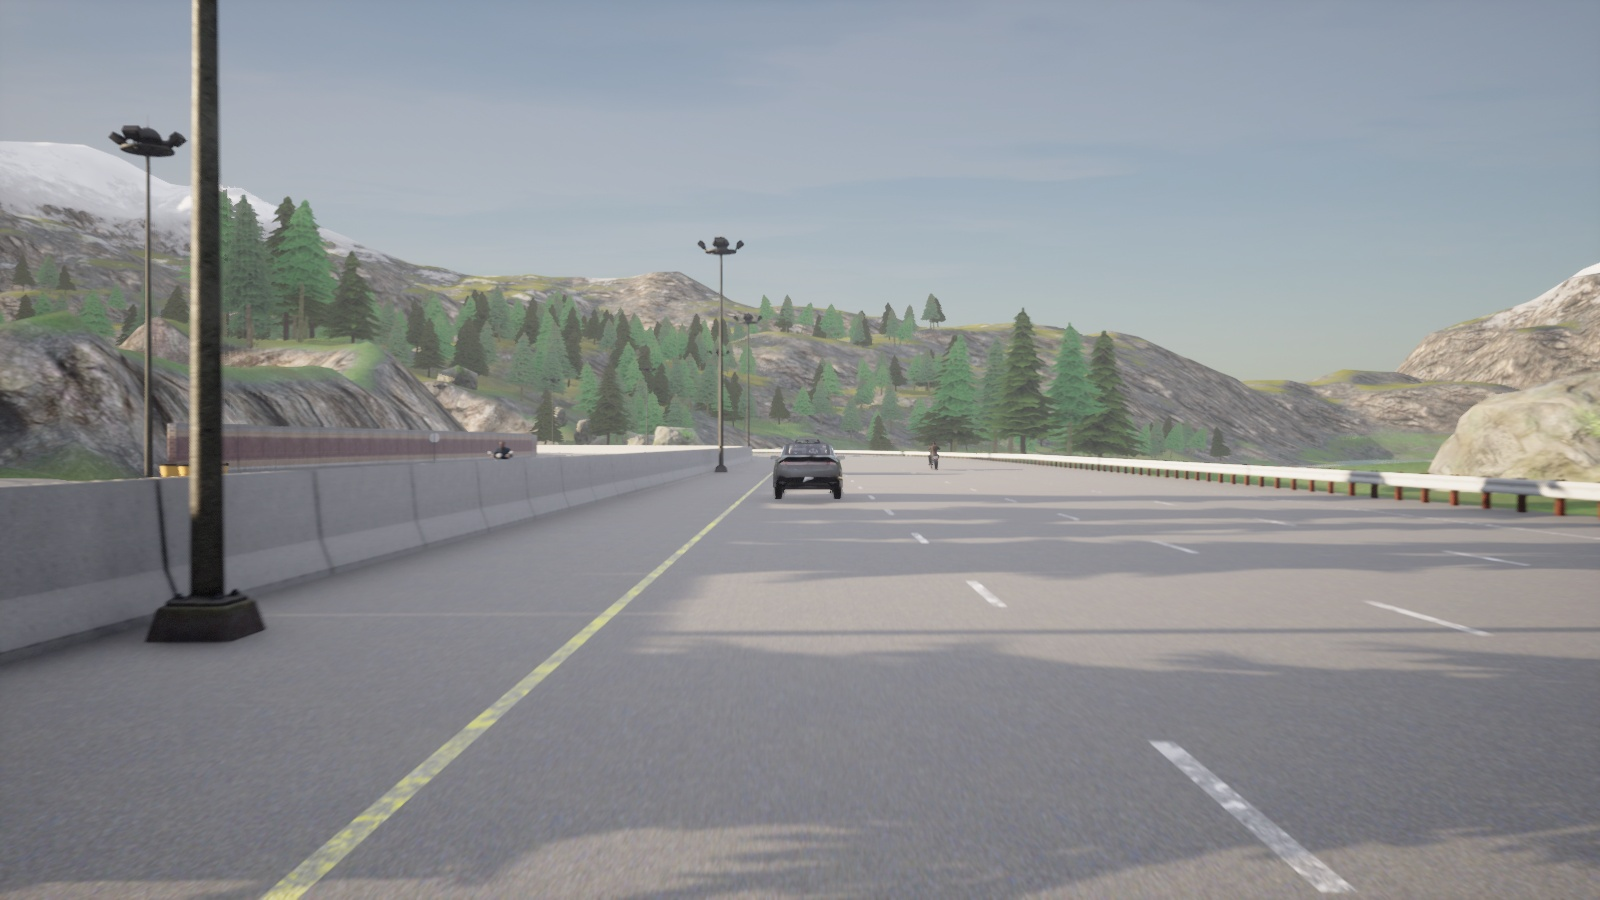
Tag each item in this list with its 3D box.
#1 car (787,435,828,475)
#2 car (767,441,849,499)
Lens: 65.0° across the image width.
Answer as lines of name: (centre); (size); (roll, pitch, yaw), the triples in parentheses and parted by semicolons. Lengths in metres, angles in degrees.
car: (0.368, 0.221, 61.343); (1.932, 1.855, 4.605); (0, 0, 0)
car: (0.216, 0.508, 35.011); (2.128, 1.511, 4.902); (0, 0, 0)
